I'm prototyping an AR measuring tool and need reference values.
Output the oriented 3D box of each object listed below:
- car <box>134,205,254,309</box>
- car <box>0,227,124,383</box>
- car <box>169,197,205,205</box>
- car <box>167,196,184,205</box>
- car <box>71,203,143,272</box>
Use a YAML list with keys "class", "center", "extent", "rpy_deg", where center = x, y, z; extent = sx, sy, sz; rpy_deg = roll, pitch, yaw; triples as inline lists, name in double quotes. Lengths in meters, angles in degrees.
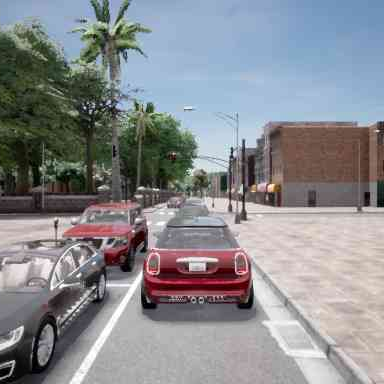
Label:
- class: "car"
  center: [0.098, 1.354, 8.028]
  extent: [2.097, 1.767, 4.553]
  rpy_deg: [0, 0, 0]
- class: "car"
  center: [-2.638, 1.551, 5.489]
  extent: [2.008, 1.369, 4.403]
  rpy_deg: [0, 0, 0]
- class: "car"
  center: [0.075, 1.363, 17.802]
  extent: [2.097, 1.767, 4.553]
  rpy_deg: [0, 0, -1]
- class: "car"
  center: [-2.640, 1.543, 49.102]
  extent: [1.967, 1.590, 4.097]
  rpy_deg: [0, 0, 0]
- class: "car"
  center: [-2.639, 1.318, 10.953]
  extent: [2.192, 1.841, 5.009]
  rpy_deg: [0, 0, 0]
